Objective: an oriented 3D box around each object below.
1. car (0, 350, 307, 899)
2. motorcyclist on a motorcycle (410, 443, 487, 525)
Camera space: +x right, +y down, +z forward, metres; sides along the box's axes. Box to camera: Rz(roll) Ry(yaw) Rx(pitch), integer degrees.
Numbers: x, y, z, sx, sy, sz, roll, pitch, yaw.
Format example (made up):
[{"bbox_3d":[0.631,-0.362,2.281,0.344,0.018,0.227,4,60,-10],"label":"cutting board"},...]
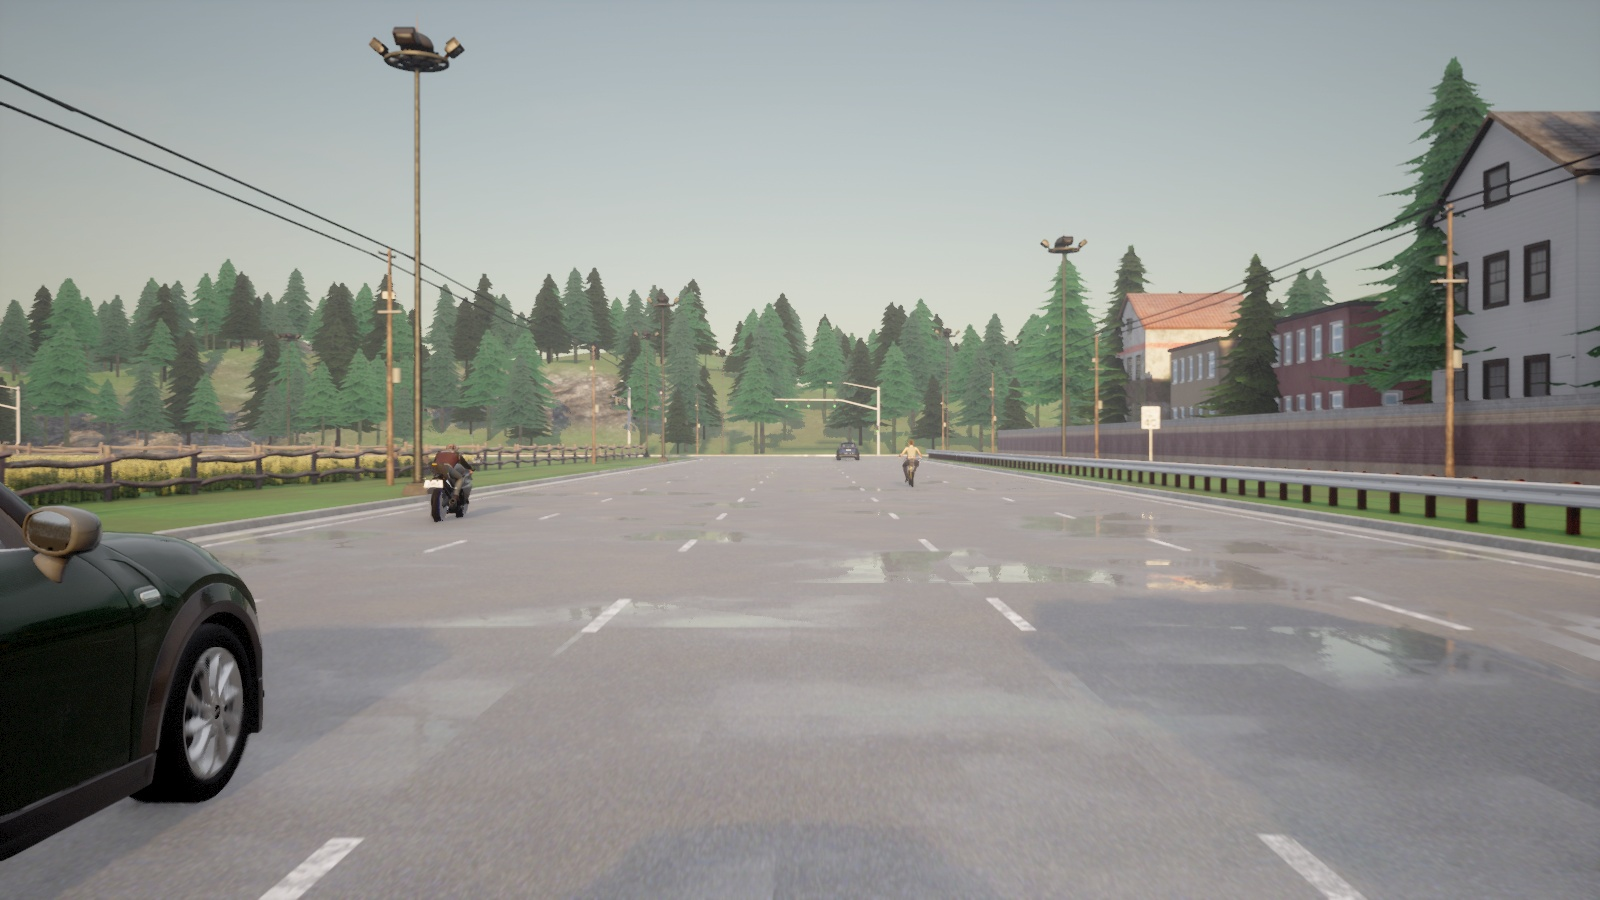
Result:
[{"bbox_3d":[-3.463,0.580,3.844,2.097,1.767,4.553,0,0,0],"label":"car"},{"bbox_3d":[-6.844,0.637,24.574,0.866,1.530,2.191,0,0,0],"label":"motorcyclist on a motorcycle"}]
